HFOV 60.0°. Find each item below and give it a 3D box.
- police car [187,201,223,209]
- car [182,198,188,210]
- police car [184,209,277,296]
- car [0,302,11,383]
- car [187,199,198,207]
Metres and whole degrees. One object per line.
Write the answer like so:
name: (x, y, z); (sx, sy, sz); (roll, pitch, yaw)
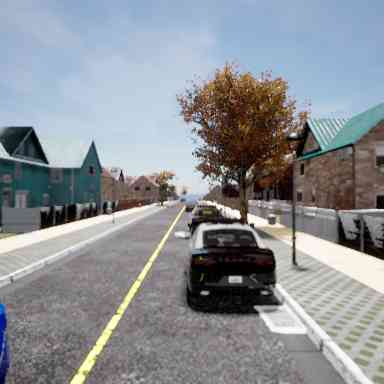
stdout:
police car: (0.838, 1.539, 18.927); (1.930, 1.638, 5.238); (0, 0, 0)
car: (0.058, 1.884, 44.728); (2.033, 1.411, 5.357); (0, -1, 0)
police car: (0.831, 1.478, 8.927); (1.930, 1.638, 5.238); (0, 0, 0)
car: (-2.749, 1.485, 1.269); (1.882, 1.535, 5.008); (0, 0, 0)
car: (0.043, 2.092, 61.731); (1.994, 1.385, 4.181); (0, -1, 0)
